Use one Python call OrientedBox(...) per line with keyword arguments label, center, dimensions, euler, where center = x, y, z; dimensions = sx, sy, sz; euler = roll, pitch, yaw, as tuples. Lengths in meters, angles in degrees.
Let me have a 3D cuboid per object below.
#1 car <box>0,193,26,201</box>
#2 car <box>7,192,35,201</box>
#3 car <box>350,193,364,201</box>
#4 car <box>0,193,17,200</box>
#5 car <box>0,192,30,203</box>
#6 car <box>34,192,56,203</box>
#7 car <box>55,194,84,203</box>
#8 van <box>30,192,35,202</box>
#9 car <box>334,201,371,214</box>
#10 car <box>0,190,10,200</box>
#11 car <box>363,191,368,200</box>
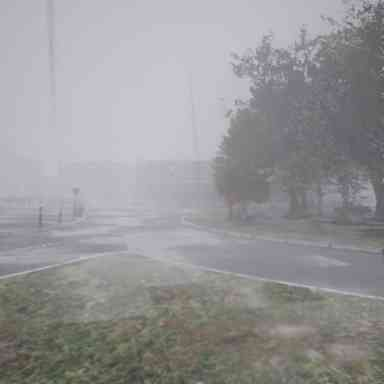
OrientedBox(label="car", center=(-37.056, 1.005, 68.213), dimensions=(2.097, 1.535, 5.008), euler=(2, 0, 25))
OrientedBox(label="car", center=(-34.414, 0.957, 67.003), dimensions=(2.185, 1.767, 4.553), euler=(2, 0, 25))
OrientedBox(label="car", center=(37.749, 1.518, 77.100), dimensions=(1.946, 1.575, 5.366), euler=(1, 3, 36))
OrientedBox(label="car", center=(-39.450, 0.937, 69.359), dimensions=(2.231, 1.521, 4.892), euler=(2, 0, 25))
OrientedBox(label="car", center=(-30.594, 1.132, 56.762), dimensions=(5.008, 1.535, 1.882), euler=(1, 0, 25))
OrientedBox(label="car", center=(-26.875, 1.160, 63.432), dimensions=(2.185, 1.767, 4.553), euler=(1, 0, 25))
OrientedBox(label="car", center=(-21.994, 1.426, 61.050), dimensions=(2.163, 1.488, 4.792), euler=(1, -1, 25))
OrientedBox(label="van", center=(-29.563, 0.992, 64.544), dimensions=(1.878, 1.987, 4.442), euler=(2, 0, 25))
OrientedBox(label="car", center=(22.284, 2.298, 46.368), dimensions=(4.674, 1.442, 1.812), euler=(1, 0, 18))
OrientedBox(label="car", center=(-41.941, 0.612, 70.570), dimensions=(2.435, 2.045, 5.566), euler=(2, 0, 25))
OrientedBox(label="car", center=(41.022, 1.298, 81.543), dimensions=(1.946, 1.575, 5.366), euler=(1, 3, 36))
